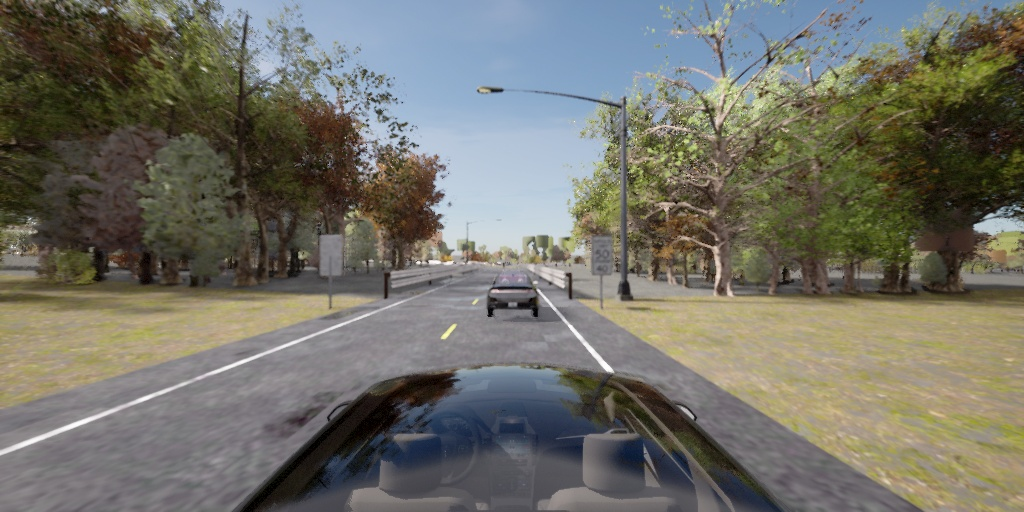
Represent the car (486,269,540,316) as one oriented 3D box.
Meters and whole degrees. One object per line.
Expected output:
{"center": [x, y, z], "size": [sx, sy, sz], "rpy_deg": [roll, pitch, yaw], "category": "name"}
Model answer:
{"center": [0.043, 1.401, 14.089], "size": [2.128, 1.511, 4.902], "rpy_deg": [0, -1, 0], "category": "car"}
